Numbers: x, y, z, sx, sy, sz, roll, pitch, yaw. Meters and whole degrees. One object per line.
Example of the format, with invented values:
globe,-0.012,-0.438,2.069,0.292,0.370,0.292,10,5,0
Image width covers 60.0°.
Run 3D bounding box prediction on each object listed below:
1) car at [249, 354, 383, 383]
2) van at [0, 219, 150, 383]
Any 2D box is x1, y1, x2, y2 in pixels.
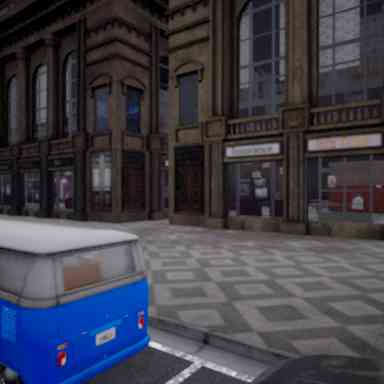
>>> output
car,2.165,1.551,1.407,4.403,1.369,2.008,0,0,36
van,-2.447,1.342,4.720,3.998,1.788,1.690,0,0,36
